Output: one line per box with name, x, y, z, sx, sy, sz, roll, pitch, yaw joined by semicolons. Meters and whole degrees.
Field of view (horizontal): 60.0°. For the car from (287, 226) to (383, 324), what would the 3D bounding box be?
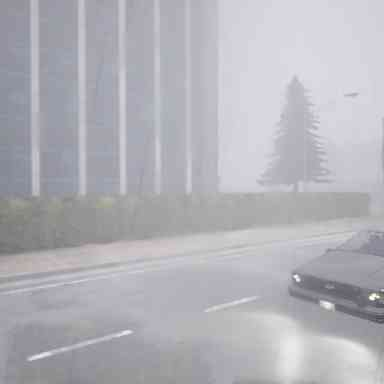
car;4.412;1.486;7.135;5.357;1.411;2.033;-1;0;-36
